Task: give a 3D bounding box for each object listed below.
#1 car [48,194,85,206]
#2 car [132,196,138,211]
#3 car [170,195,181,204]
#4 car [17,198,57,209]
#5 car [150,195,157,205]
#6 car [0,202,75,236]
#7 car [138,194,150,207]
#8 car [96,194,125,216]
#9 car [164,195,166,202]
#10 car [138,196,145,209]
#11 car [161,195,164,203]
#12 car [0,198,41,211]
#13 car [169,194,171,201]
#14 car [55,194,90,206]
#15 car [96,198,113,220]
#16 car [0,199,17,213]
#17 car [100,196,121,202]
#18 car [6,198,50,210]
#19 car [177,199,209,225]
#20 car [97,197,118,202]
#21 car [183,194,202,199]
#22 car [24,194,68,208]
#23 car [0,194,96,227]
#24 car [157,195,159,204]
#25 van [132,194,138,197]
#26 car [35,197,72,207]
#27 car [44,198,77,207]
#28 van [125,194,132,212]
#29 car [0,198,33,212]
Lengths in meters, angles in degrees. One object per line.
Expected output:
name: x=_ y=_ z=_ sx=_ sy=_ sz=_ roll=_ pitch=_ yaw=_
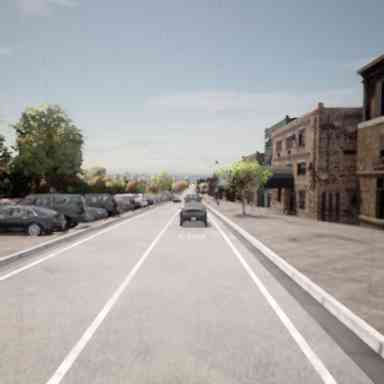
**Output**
car: x=-21.931 y=1.412 z=58.423 sx=5.566 sy=2.045 sz=2.435 roll=0 pitch=-1 yaw=0
car: x=-8.845 y=1.504 z=36.240 sx=4.892 sy=1.521 sz=2.231 roll=0 pitch=0 yaw=0
car: x=-3.252 y=1.879 z=72.888 sx=1.895 sy=1.301 sz=4.718 roll=0 pitch=-1 yaw=0
car: x=-21.973 y=1.603 z=47.282 sx=4.792 sy=1.488 sz=2.163 roll=0 pitch=0 yaw=0
car: x=-8.871 y=1.640 z=55.862 sx=5.008 sy=1.535 sz=2.097 roll=0 pitch=-1 yaw=0
car: x=-8.842 y=1.420 z=16.621 sx=4.892 sy=1.521 sz=2.231 roll=0 pitch=0 yaw=0
car: x=-8.889 y=1.305 z=44.651 sx=5.566 sy=2.045 sz=2.435 roll=0 pitch=0 yaw=0
car: x=-8.874 y=1.201 z=27.833 sx=5.566 sy=2.045 sz=2.435 roll=0 pitch=0 yaw=0
car: x=-8.894 y=1.801 z=72.678 sx=5.008 sy=1.535 sz=2.097 roll=0 pitch=-1 yaw=0
car: x=-8.852 y=1.538 z=41.846 sx=5.008 sy=1.535 sz=2.097 roll=0 pitch=0 yaw=0
car: x=-8.867 y=1.803 z=69.875 sx=4.792 sy=1.488 sz=2.163 roll=0 pitch=-1 yaw=0
car: x=-21.931 y=1.538 z=41.713 sx=5.008 sy=1.535 sz=2.097 roll=0 pitch=0 yaw=0
car: x=-8.891 y=1.685 z=86.696 sx=5.566 sy=2.045 sz=2.435 roll=0 pitch=-1 yaw=0
car: x=-21.935 y=1.438 z=61.084 sx=5.566 sy=2.045 sz=2.435 roll=0 pitch=-1 yaw=0
car: x=-8.851 y=1.439 z=25.026 sx=4.892 sy=1.521 sz=2.231 roll=0 pitch=0 yaw=0
car: x=-21.928 y=1.542 z=36.141 sx=4.674 sy=1.452 sz=2.002 roll=0 pitch=0 yaw=0
car: x=-21.817 y=1.957 z=89.081 sx=5.366 sy=1.575 sz=1.946 roll=0 pitch=-1 yaw=0
car: x=-21.911 y=1.585 z=44.497 sx=4.792 sy=1.488 sz=2.163 roll=0 pitch=0 yaw=0
car: x=0.099 y=1.463 z=23.387 sx=1.837 sy=1.490 sz=4.892 roll=0 pitch=0 yaw=0
car: x=-22.004 y=1.934 z=86.304 sx=4.892 sy=1.521 sz=2.231 roll=0 pitch=-1 yaw=0
car: x=0.100 y=1.288 z=41.578 sx=2.150 sy=2.045 sz=5.566 roll=0 pitch=-1 yaw=0
car: x=-21.920 y=1.342 z=50.067 sx=5.566 sy=2.045 sz=2.435 roll=0 pitch=0 yaw=0
car: x=-8.875 y=1.171 z=19.422 sx=5.566 sy=2.045 sz=2.435 roll=0 pitch=0 yaw=0
car: x=-9.066 y=1.663 z=58.662 sx=5.366 sy=1.575 sz=1.946 roll=0 pitch=-1 yaw=0
van: x=-8.970 y=1.295 z=39.044 sx=4.442 sy=1.987 sz=1.878 roll=0 pitch=0 yaw=0
car: x=-21.947 y=1.616 z=52.852 sx=5.008 sy=1.535 sz=2.097 roll=0 pitch=0 yaw=0
car: x=-21.953 y=1.677 z=55.512 sx=4.674 sy=1.452 sz=2.002 roll=0 pitch=0 yaw=0
van: x=-8.732 y=1.259 z=33.437 sx=4.442 sy=1.987 sz=1.878 roll=0 pitch=0 yaw=0
car: x=-21.748 y=1.517 z=38.927 sx=5.366 sy=1.575 sz=1.946 roll=0 pitch=0 yaw=0
